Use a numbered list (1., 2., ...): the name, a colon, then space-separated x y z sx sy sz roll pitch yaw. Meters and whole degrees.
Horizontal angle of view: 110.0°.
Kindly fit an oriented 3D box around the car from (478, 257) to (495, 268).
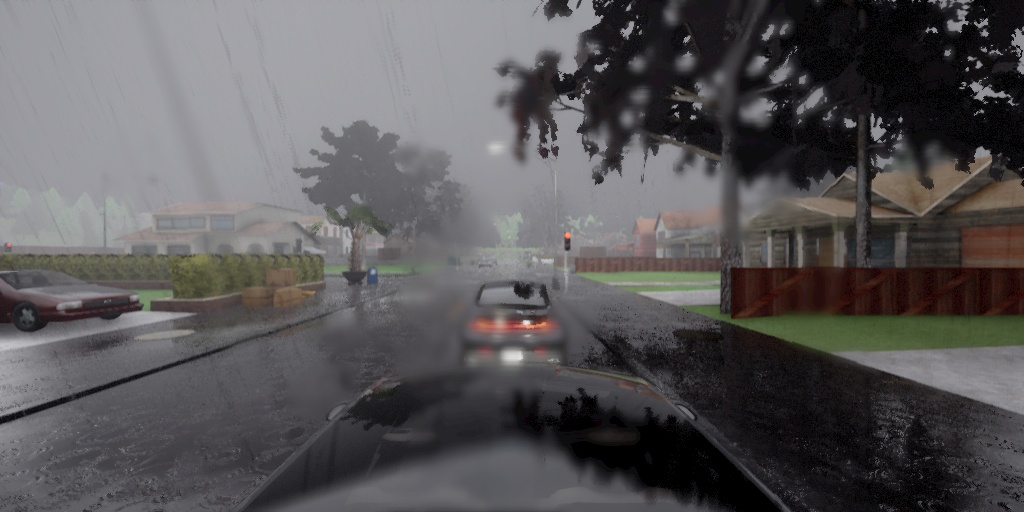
1. car: -4.072 1.099 54.721 1.895 1.301 4.718 0 0 0

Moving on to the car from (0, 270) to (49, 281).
1. car: -43.872 1.104 30.848 4.902 1.511 2.128 0 0 0

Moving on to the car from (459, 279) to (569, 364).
1. car: 0.043 1.226 7.684 1.837 1.490 4.892 0 0 0
